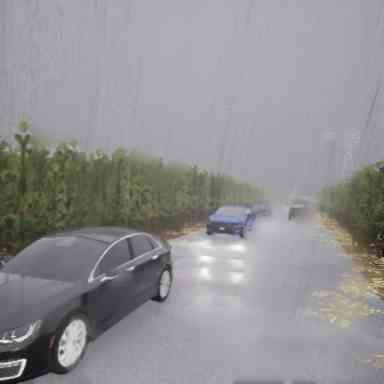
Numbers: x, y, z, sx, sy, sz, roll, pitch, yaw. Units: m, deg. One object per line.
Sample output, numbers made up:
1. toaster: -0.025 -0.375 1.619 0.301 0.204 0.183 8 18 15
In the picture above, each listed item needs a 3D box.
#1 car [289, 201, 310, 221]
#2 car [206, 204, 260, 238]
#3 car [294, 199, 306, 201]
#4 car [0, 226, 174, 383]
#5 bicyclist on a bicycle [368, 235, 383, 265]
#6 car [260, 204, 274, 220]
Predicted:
1. car: 10.778 1.964 33.451 1.882 1.535 5.008 3 -1 18
2. car: 2.202 1.447 17.894 1.882 1.535 5.008 3 0 18
3. car: 15.373 1.984 47.411 2.150 2.045 5.566 3 0 18
4. car: -1.816 1.419 5.712 1.837 1.490 4.892 3 1 18
5. bicyclist on a bicycle: 6.779 1.699 11.030 1.656 1.620 0.582 3 1 18
6. car: 6.629 1.808 31.302 2.033 1.411 5.357 3 -1 19
